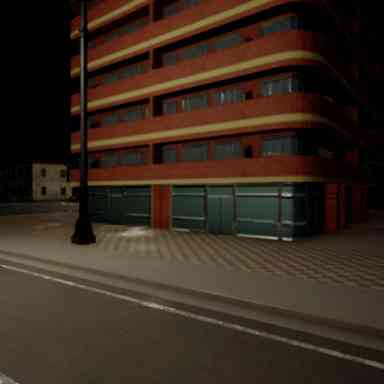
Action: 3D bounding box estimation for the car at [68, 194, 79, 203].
[{"bbox_3d":[-18.375,0.929,55.627,2.097,1.767,4.553,0,1,37],"label":"car"}]
